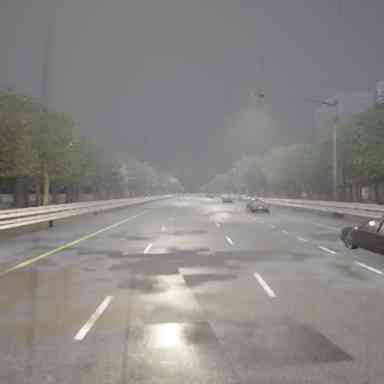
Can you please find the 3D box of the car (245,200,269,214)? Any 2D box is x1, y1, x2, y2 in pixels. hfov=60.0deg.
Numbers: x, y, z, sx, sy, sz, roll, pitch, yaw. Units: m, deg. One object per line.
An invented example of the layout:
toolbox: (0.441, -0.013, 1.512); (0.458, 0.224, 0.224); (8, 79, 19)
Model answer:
car: (6.995, 1.576, 35.906); (1.994, 1.385, 4.181); (0, 0, 0)

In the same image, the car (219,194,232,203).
car: (7.038, 1.575, 67.617); (1.812, 1.442, 4.674); (0, 0, 0)

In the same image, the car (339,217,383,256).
car: (6.998, 1.550, 11.297); (2.033, 1.411, 5.357); (0, 0, 0)
